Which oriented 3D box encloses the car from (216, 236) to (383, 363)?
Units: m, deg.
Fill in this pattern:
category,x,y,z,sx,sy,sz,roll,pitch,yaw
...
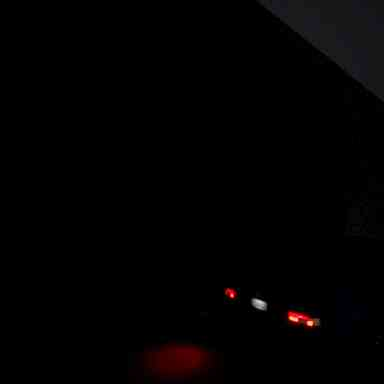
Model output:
category,x,y,z,sx,sy,sz,roll,pitch,yaw
car,2.928,1.509,5.833,5.357,1.411,2.033,-1,0,-35
